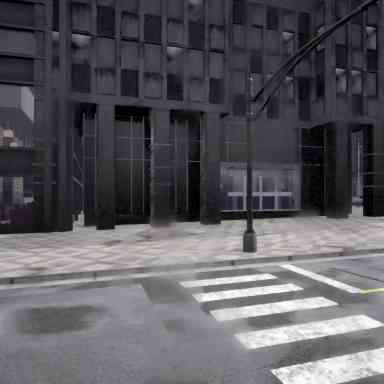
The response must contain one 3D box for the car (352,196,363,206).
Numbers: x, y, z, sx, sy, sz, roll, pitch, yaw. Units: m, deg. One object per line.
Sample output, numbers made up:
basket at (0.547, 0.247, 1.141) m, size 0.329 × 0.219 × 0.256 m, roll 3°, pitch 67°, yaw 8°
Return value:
car at (22.782, 1.310, 48.458) m, size 1.994 × 1.385 × 4.181 m, roll 0°, pitch -1°, yaw -16°
